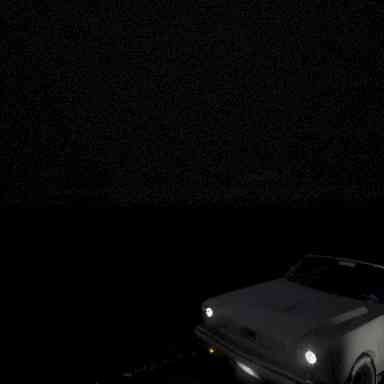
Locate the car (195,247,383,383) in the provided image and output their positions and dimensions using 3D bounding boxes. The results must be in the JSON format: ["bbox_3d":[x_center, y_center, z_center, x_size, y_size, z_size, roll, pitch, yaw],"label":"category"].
[{"bbox_3d":[2.361,1.592,4.911,4.718,1.301,1.895,0,0,-37],"label":"car"}]
